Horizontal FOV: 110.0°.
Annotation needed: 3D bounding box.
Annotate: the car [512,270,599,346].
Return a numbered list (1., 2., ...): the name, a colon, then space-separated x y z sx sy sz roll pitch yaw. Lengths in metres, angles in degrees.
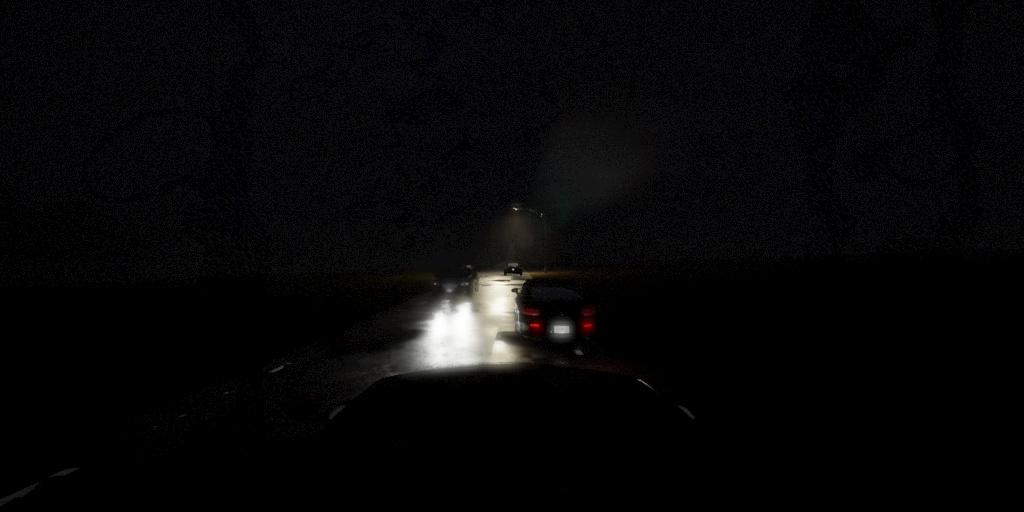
1. car: 0.976 1.272 9.312 1.812 1.442 4.674 0 0 0

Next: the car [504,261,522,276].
1. car: 0.133 1.374 38.920 1.994 1.385 4.181 0 0 1

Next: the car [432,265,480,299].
1. car: -2.723 1.238 18.102 2.128 1.511 4.902 0 0 0
